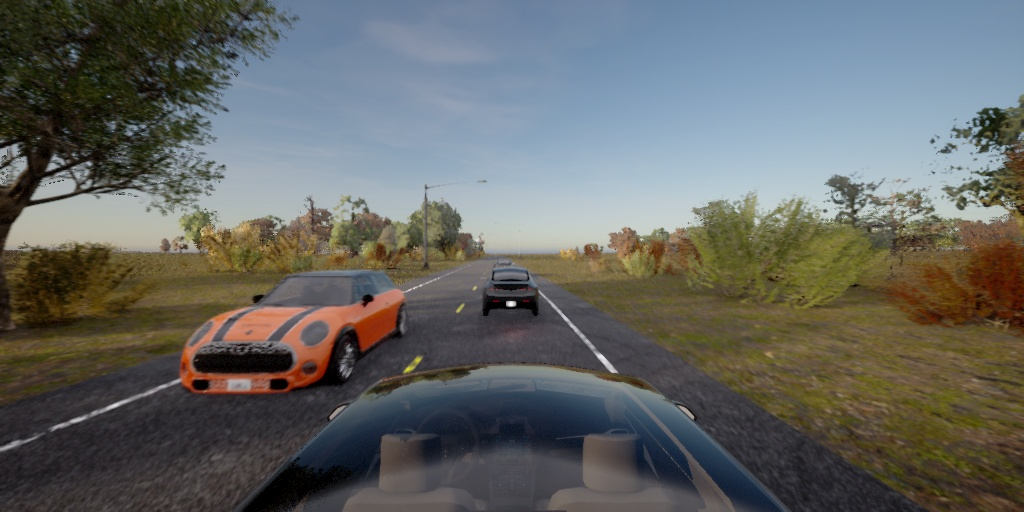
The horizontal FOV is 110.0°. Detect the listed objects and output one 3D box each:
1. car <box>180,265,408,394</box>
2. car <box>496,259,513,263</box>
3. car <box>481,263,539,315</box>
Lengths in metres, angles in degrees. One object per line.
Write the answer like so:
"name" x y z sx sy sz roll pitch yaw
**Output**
"car" -3.579 1.067 6.900 2.097 1.767 4.553 0 0 -1
"car" -0.711 1.006 32.332 2.128 1.511 4.902 0 0 -2
"car" -0.081 1.167 13.179 1.837 1.490 4.892 0 0 -1
